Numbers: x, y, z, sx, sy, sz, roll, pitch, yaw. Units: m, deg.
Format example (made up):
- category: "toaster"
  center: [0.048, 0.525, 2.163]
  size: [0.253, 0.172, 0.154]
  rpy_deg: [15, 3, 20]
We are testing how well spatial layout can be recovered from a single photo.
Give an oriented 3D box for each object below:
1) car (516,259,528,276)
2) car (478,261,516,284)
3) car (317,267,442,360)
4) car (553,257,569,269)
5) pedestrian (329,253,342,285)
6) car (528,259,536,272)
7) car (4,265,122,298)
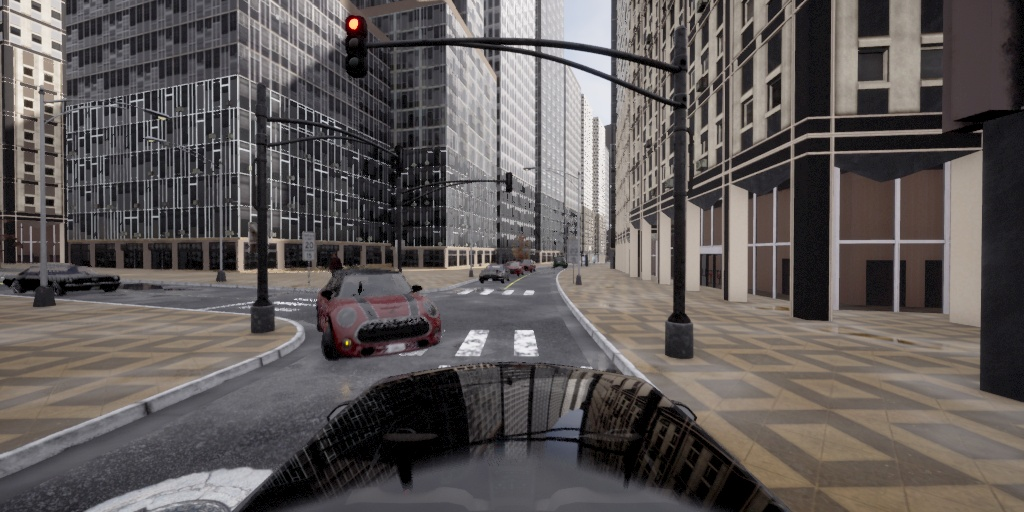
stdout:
- category: "car"
  center: [0.132, 1.297, 37.783]
  size: [1.882, 1.535, 5.008]
  rpy_deg: [0, 0, 9]
- category: "car"
  center: [-1.220, 1.331, 28.075]
  size: [2.033, 1.411, 5.357]
  rpy_deg: [0, 0, 7]
- category: "car"
  center: [-3.334, 1.100, 8.528]
  size: [2.097, 1.767, 4.553]
  rpy_deg: [-1, 0, -32]
- category: "car"
  center: [8.704, 1.195, 63.560]
  size: [2.150, 2.045, 5.566]
  rpy_deg: [0, 0, 15]
- category: "pedestrian"
  center: [-9.577, 0.716, 19.407]
  size: [0.375, 1.860, 0.375]
  rpy_deg: [0, 0, 16]
- category: "car"
  center: [1.885, 1.220, 47.511]
  size: [2.097, 1.767, 4.553]
  rpy_deg: [0, 0, 11]
- category: "car"
  center: [-20.592, 1.092, 16.503]
  size: [4.718, 1.301, 1.895]
  rpy_deg: [1, 1, 16]
